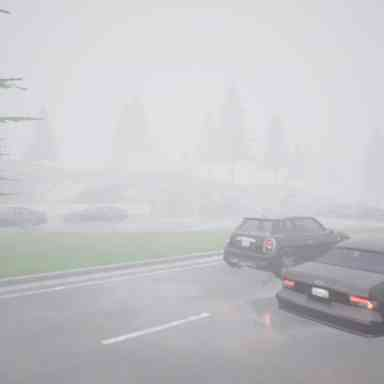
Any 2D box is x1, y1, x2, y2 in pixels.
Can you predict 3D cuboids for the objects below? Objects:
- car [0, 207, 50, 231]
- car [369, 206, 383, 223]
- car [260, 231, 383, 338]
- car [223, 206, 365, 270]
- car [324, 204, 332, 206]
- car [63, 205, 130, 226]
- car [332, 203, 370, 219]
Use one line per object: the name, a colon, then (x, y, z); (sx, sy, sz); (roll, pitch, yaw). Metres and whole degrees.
car: (-11.717, 1.685, 21.156); (4.902, 1.511, 2.128); (0, -1, -9)
car: (17.776, 1.914, 28.368); (4.674, 1.442, 1.812); (1, -1, -24)
car: (3.983, 1.640, 6.723); (5.357, 1.411, 2.033); (1, -1, -38)
car: (3.204, 1.484, 10.547); (4.553, 1.767, 2.097); (1, -1, -37)
car: (14.772, 1.952, 34.692); (4.892, 1.490, 1.837); (0, -1, -23)
car: (-7.239, 1.749, 25.413); (4.902, 1.511, 2.128); (0, -1, -8)
car: (16.304, 1.966, 31.536); (5.357, 1.411, 2.033); (1, -1, -24)
